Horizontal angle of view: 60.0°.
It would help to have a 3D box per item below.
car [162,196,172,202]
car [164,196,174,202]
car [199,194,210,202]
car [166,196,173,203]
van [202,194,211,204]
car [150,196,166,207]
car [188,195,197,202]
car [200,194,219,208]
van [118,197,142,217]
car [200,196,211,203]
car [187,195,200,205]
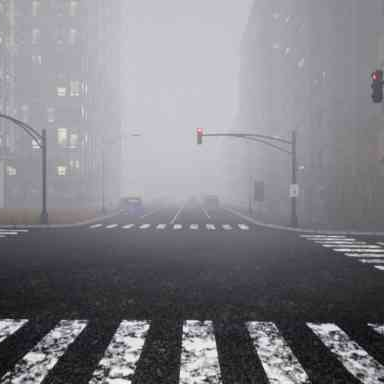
[{"bbox_3d":[-5.613,1.559,74.883,1.752,1.417,4.829,0,0,0],"label":"car"},{"bbox_3d":[-5.606,1.590,80.604,2.008,1.369,4.403,0,0,0],"label":"car"},{"bbox_3d":[2.768,1.349,75.045,2.192,1.841,5.009,0,0,0],"label":"car"},{"bbox_3d":[-5.618,1.469,69.502,1.967,1.590,4.097,0,0,0],"label":"car"},{"bbox_3d":[2.756,1.366,63.944,1.690,1.788,3.998,0,0,0],"label":"van"},{"bbox_3d":[-5.635,1.543,52.679,1.752,1.417,4.829,0,0,0],"label":"car"},{"bbox_3d":[0.076,1.380,70.141,1.837,1.490,4.892,0,0,0],"label":"car"},{"bbox_3d":[2.739,1.329,47.291,2.192,1.841,5.009,0,0,0],"label":"car"},{"bbox_3d":[-5.658,1.347,30.646,1.690,1.788,3.998,0,0,0],"label":"van"},{"bbox_3d":[2.763,1.580,69.494,2.008,1.369,4.403,0,0,0],"label":"car"},{"bbox_3d":[0.067,1.623,60.165,1.895,1.301,4.718,0,0,0],"label":"car"}]
